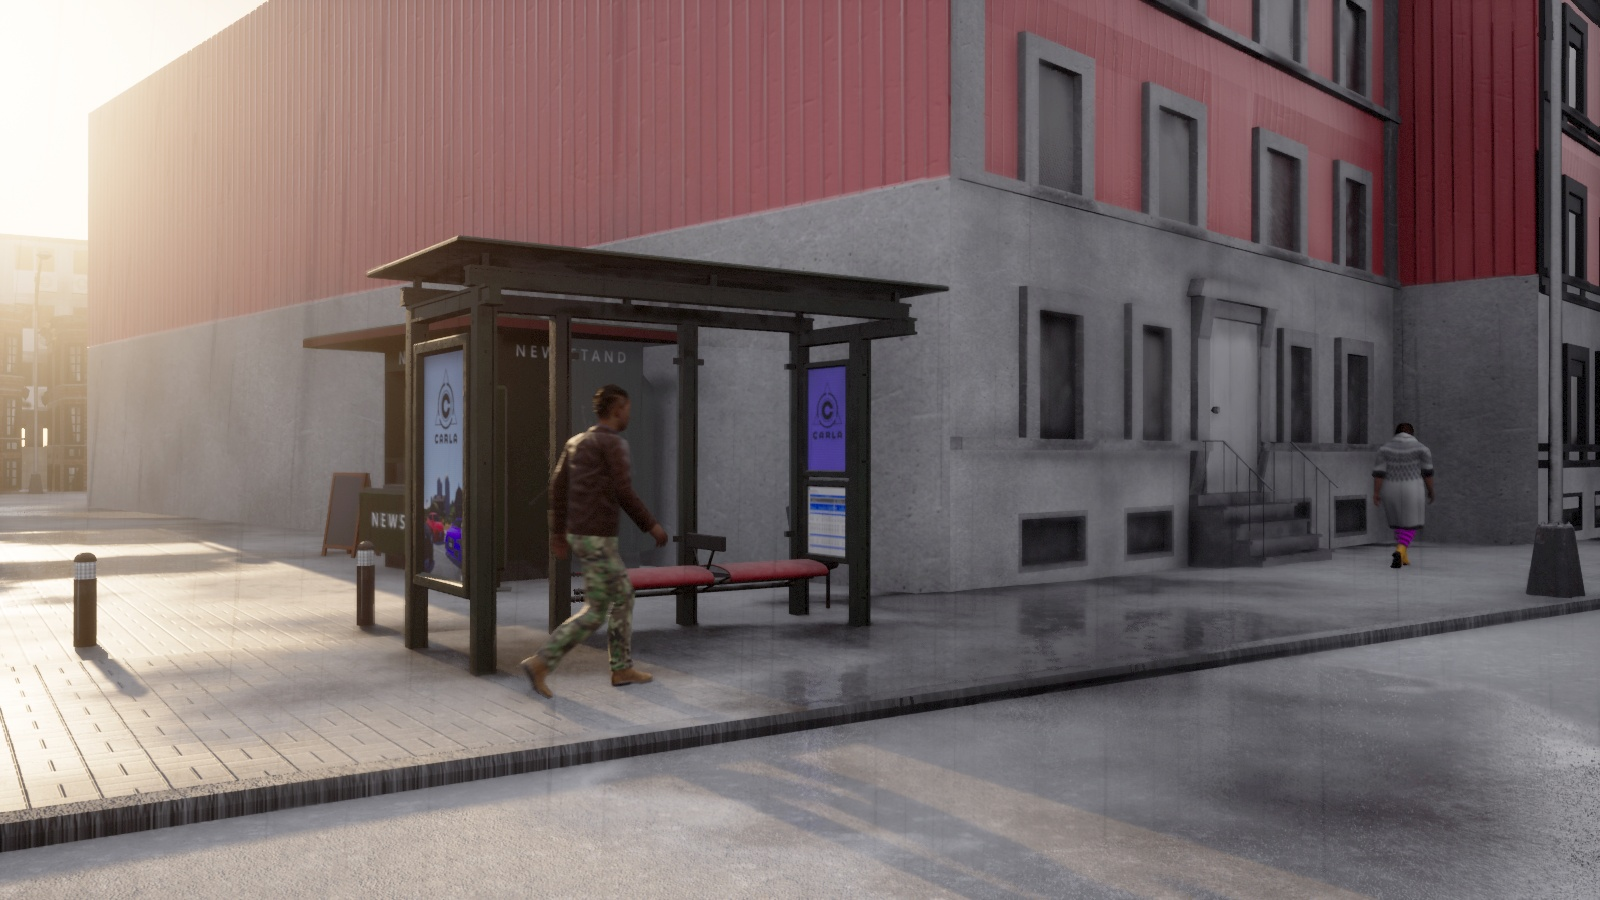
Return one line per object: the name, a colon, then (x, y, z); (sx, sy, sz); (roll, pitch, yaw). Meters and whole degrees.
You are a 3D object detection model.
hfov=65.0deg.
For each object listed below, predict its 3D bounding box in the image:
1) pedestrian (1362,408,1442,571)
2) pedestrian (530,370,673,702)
pedestrian: (7.483, 0.477, 15.599); (0.659, 1.952, 0.873); (0, 0, 43)
pedestrian: (-1.156, 0.475, 7.326); (0.703, 1.840, 0.431); (0, 0, -34)
